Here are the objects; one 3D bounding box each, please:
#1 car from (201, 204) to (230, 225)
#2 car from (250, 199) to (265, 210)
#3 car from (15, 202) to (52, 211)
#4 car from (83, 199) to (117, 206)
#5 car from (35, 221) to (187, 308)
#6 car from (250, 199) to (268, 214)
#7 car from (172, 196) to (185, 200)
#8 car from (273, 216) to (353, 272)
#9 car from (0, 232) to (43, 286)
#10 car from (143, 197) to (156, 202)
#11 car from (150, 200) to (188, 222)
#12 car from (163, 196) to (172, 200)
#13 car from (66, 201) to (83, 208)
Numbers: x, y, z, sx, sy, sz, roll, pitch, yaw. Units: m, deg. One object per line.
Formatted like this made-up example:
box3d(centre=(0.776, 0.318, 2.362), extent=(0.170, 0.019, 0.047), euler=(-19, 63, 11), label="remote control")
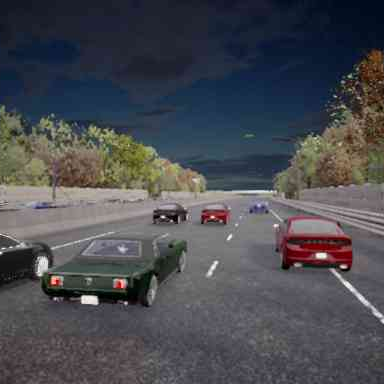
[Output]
box3d(centre=(1.932, 1.645, 26.120), extent=(1.882, 1.535, 5.008), euler=(0, 0, 11), label="car")
box3d(centre=(9.746, 1.858, 49.496), extent=(2.033, 1.411, 5.357), euler=(0, 0, 11), label="car")
box3d(centre=(-17.592, 1.817, 37.142), extent=(1.812, 1.442, 4.674), euler=(0, 0, 11), label="car")
box3d(centre=(-10.203, 1.634, 38.507), extent=(2.097, 1.767, 4.553), euler=(0, 0, 11), label="car")
box3d(centre=(-1.421, 1.656, 8.136), extent=(1.895, 1.301, 4.718), euler=(0, 0, 11), label="car")
box3d(centre=(8.002, 1.597, 39.728), extent=(2.097, 1.767, 4.553), euler=(0, 0, 11), label="car")
box3d(centre=(-2.557, 1.962, 79.001), extent=(2.033, 1.411, 5.357), euler=(0, 0, 11), label="car")
box3d(centre=(3.853, 1.541, 11.184), extent=(1.882, 1.535, 5.008), euler=(0, 0, 11), label="car")
box3d(centre=(-5.110, 1.564, 7.439), extent=(1.837, 1.490, 4.892), euler=(0, -1, 11), label="car")
box3d(centre=(-9.890, 1.934, 77.862), extent=(2.097, 1.767, 4.553), euler=(0, 0, 11), label="car")
box3d(centre=(-1.609, 1.655, 26.227), extent=(1.882, 1.535, 5.008), euler=(0, 0, 11), label="car")
box3d(centre=(-5.662, 1.771, 81.450), extent=(2.097, 1.767, 4.553), euler=(0, 0, 11), label="car")
box3d(centre=(-13.431, 1.794, 40.298), extent=(2.128, 1.511, 4.902), euler=(0, 0, 11), label="car")
